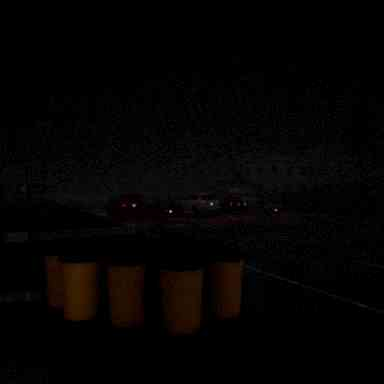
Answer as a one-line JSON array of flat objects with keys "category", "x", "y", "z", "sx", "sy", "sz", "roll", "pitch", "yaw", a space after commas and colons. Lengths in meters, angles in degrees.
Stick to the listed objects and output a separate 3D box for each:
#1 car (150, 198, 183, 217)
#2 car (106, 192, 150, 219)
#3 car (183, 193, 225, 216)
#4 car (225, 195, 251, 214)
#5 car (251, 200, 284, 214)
[{"category": "car", "x": -2.921, "y": 1.401, "z": 30.582, "sx": 1.837, "sy": 1.490, "sz": 4.892, "roll": 0, "pitch": 0, "yaw": -27}, {"category": "car", "x": -5.757, "y": 1.135, "z": 28.431, "sx": 2.150, "sy": 2.045, "sz": 5.566, "roll": 0, "pitch": 0, "yaw": -27}, {"category": "car", "x": 0.495, "y": 1.103, "z": 31.580, "sx": 2.150, "sy": 2.045, "sz": 5.566, "roll": 0, "pitch": 0, "yaw": -27}, {"category": "car", "x": 3.466, "y": 1.217, "z": 33.460, "sx": 2.097, "sy": 1.767, "sz": 4.553, "roll": 0, "pitch": 0, "yaw": -27}, {"category": "car", "x": 7.088, "y": 1.452, "z": 34.058, "sx": 1.895, "sy": 1.301, "sz": 4.718, "roll": 0, "pitch": 0, "yaw": -27}]
